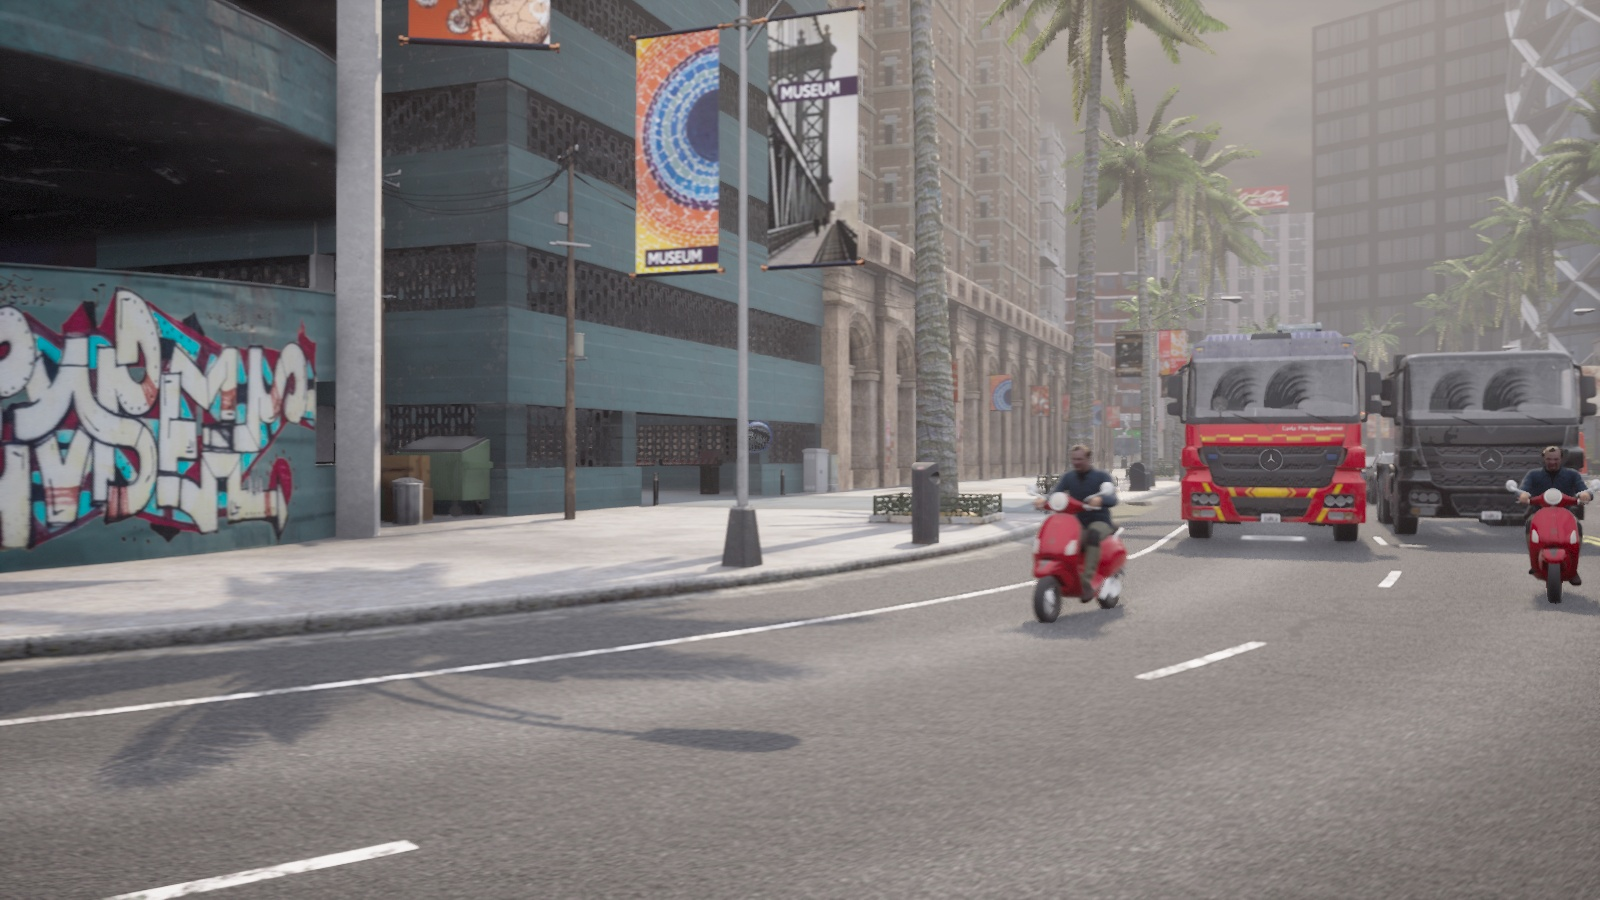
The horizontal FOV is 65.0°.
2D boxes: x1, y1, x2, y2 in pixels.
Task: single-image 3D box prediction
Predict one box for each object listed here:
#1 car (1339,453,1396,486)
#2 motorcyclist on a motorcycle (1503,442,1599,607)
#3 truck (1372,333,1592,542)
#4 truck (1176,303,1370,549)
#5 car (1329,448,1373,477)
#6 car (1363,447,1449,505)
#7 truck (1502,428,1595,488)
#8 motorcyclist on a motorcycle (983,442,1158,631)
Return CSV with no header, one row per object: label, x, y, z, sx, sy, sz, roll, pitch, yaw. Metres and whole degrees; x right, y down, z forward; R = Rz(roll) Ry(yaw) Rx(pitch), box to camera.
car,26.157,0.866,57.980,2.163,1.488,4.792,0,0,21
motorcyclist on a motorcycle,7.850,0.721,13.072,0.866,1.590,1.817,-1,0,31
truck,13.239,-0.190,25.053,2.891,3.462,7.936,0,0,21
truck,9.070,-0.364,24.017,2.891,3.827,8.468,0,0,21
car,32.792,0.748,74.840,2.242,1.667,4.611,0,0,22
car,18.608,0.753,38.734,2.033,1.649,4.856,0,0,21
truck,32.211,0.350,54.250,2.627,2.467,5.204,0,0,21
motorcyclist on a motorcycle,2.517,0.730,11.519,0.866,1.590,1.817,-1,-1,37
